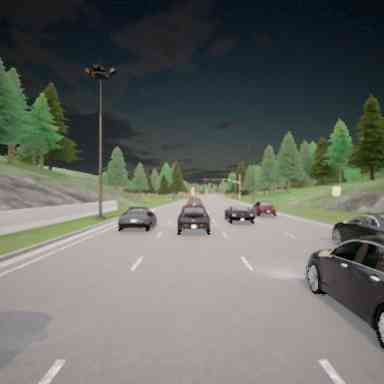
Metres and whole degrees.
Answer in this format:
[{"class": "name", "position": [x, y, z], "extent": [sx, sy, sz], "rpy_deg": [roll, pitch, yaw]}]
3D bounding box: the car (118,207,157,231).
[{"class": "car", "position": [-3.398, 1.627, 21.251], "extent": [1.994, 1.385, 4.181], "rpy_deg": [0, 0, 0]}]

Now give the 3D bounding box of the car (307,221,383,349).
[{"class": "car", "position": [3.602, 1.523, 5.926], "extent": [1.837, 1.490, 4.892], "rpy_deg": [0, 0, 0]}]

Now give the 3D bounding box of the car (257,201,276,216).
[{"class": "car", "position": [7.173, 1.624, 33.363], "extent": [1.812, 1.442, 4.674], "rpy_deg": [0, 0, 1]}]

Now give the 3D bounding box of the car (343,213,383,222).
[{"class": "car", "position": [7.100, 1.529, 12.748], "extent": [2.128, 1.511, 4.902], "rpy_deg": [0, 0, 0]}]

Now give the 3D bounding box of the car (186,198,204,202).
[{"class": "car", "position": [0.333, 1.467, 38.973], "extent": [2.097, 1.767, 4.553], "rpy_deg": [0, 0, 2]}]

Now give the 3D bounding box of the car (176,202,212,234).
[{"class": "car", "position": [0.102, 1.564, 19.812], "extent": [1.837, 1.490, 4.892], "rpy_deg": [0, 0, 0]}]

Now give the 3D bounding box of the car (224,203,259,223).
[{"class": "car", "position": [3.608, 1.677, 25.908], "extent": [1.895, 1.301, 4.718], "rpy_deg": [0, 0, 0]}]
